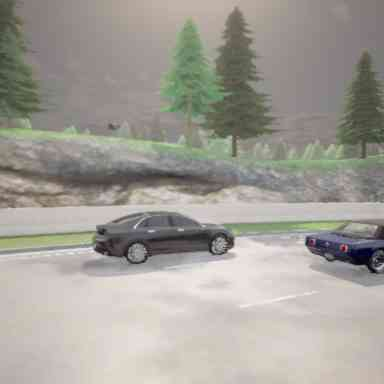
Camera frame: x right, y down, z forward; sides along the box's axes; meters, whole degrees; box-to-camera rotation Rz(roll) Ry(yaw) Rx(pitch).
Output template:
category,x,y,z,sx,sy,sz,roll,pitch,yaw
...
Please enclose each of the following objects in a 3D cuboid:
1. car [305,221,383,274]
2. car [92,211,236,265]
category,x,y,z,sx,sy,sz,roll,pitch,yaw
car,5.965,1.542,10.221,4.718,1.301,1.895,0,0,-21
car,-0.800,1.405,11.209,4.892,1.490,1.837,0,0,-28
